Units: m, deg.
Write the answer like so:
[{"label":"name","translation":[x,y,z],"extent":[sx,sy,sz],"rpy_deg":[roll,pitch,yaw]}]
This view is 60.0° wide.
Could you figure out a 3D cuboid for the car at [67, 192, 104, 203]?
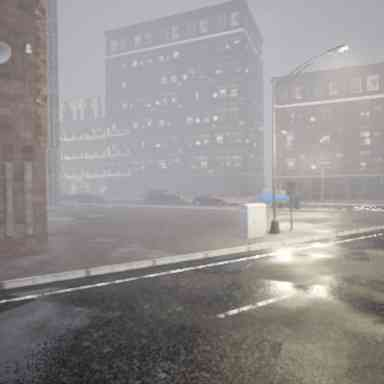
[{"label":"car","translation":[-13.510,0.696,43.346],"extent":[4.507,1.381,1.887],"rpy_deg":[1,0,23]}]

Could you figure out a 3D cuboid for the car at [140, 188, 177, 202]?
[{"label":"car","translation":[-4.945,0.408,48.809],"extent":[5.009,1.841,2.192],"rpy_deg":[1,0,23]}]

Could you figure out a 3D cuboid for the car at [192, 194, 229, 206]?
[{"label":"car","translation":[2.043,0.922,36.730],"extent":[4.206,1.307,1.802],"rpy_deg":[1,0,23]}]

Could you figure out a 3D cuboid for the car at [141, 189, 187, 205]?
[{"label":"car","translation":[-3.136,0.593,38.935],"extent":[5.009,1.841,2.192],"rpy_deg":[1,0,23]}]

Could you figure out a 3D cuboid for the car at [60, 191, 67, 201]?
[{"label":"car","translation":[-19.760,0.568,48.893],"extent":[5.357,1.411,2.033],"rpy_deg":[1,1,23]}]

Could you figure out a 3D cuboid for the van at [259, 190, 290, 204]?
[{"label":"van","translation":[10.603,0.618,42.196],"extent":[3.998,1.788,1.690],"rpy_deg":[1,0,23]}]
